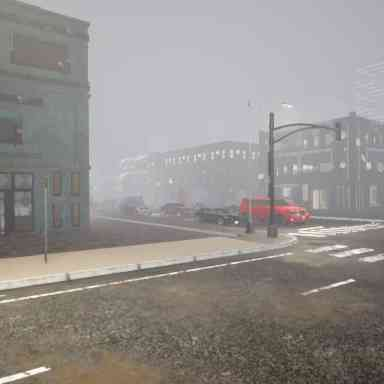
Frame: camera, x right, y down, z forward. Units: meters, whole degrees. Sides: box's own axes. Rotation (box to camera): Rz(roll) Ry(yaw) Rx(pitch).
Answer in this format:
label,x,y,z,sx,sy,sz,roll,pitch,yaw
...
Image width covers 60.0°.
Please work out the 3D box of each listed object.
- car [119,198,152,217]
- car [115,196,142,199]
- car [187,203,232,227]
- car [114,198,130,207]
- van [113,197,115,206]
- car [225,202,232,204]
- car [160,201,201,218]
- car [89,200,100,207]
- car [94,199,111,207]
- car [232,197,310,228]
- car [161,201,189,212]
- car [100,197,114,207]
label,x,y,z,sx,sy,sz,roll,pitch,yaw
car,-6.048,1.846,36.806,1.967,1.590,4.097,-1,0,-35
car,-9.406,1.716,51.540,2.150,2.045,5.566,-1,-1,-35
car,1.894,1.814,25.425,1.947,1.339,4.313,-1,0,-35
car,-7.989,1.950,44.048,2.128,1.511,4.902,-1,0,-35
van,-12.047,1.906,59.709,1.690,1.788,3.998,-1,0,-35
car,3.990,1.809,37.151,2.008,1.369,4.403,-2,0,-35
car,-1.560,1.811,34.980,1.882,1.535,5.008,-1,-1,-35
car,-18.294,2.268,64.053,1.895,1.301,4.718,-1,0,-36
car,-18.455,2.227,68.733,1.887,1.381,4.507,-1,0,-35
car,5.865,1.406,24.621,2.150,2.045,5.566,-1,0,-37
car,-2.421,1.965,46.174,1.802,1.307,4.206,-2,0,-35
car,-15.254,1.939,64.221,2.192,1.841,5.009,-1,0,-35
